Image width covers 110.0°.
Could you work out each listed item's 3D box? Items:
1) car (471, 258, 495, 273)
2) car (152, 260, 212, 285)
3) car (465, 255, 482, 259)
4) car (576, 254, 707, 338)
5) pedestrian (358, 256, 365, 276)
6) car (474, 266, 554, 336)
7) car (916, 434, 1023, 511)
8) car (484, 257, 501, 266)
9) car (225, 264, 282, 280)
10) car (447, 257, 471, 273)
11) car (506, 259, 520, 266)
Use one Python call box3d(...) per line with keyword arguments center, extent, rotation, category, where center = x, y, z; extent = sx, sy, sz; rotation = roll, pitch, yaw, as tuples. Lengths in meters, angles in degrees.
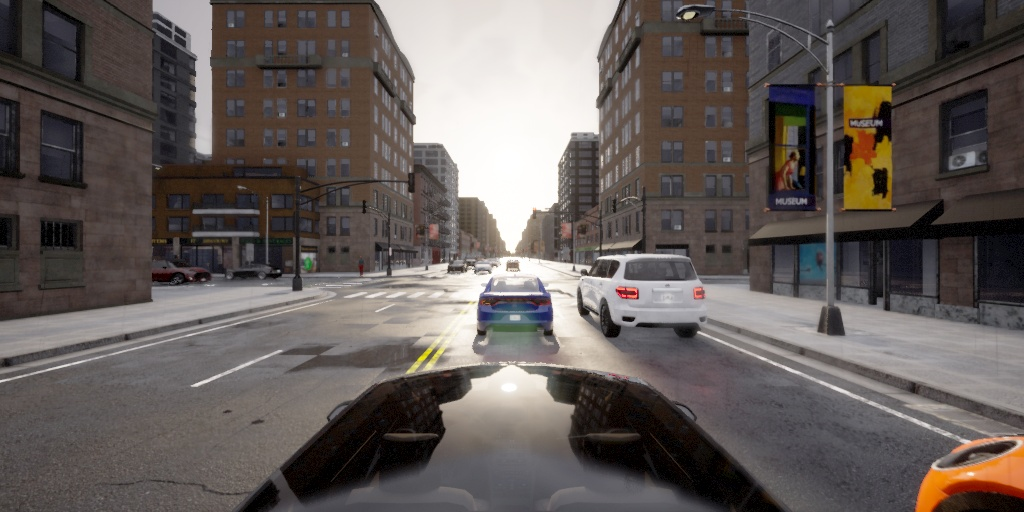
box3d(center=(-3.333, 1.270, 41.478), extent=(1.812, 1.442, 4.674), rotation=(0, 0, 0), category="car")
box3d(center=(-24.006, 1.091, 25.308), extent=(4.553, 1.767, 2.097), rotation=(0, 0, 0), category="car")
box3d(center=(-6.565, 0.954, 57.098), extent=(2.150, 2.045, 5.566), rotation=(0, 1, 0), category="car")
box3d(center=(3.336, 0.971, 10.351), extent=(2.150, 2.045, 5.566), rotation=(0, 0, 0), category="car")
box3d(center=(-14.129, 0.916, 33.615), extent=(0.375, 1.860, 0.375), rotation=(0, 0, 0), category="pedestrian")
box3d(center=(0.085, 1.227, 10.491), extent=(1.882, 1.535, 5.008), rotation=(0, 0, 0), category="car")
box3d(center=(3.344, 1.101, 0.101), extent=(2.097, 1.767, 4.553), rotation=(0, 0, 0), category="car")
box3d(center=(-3.300, 1.262, 59.661), extent=(1.812, 1.442, 4.674), rotation=(0, 0, 0), category="car")
box3d(center=(-22.113, 1.327, 30.782), extent=(4.313, 1.339, 1.948), rotation=(0, 0, 0), category="car")
box3d(center=(-6.577, 1.222, 43.407), extent=(1.882, 1.535, 5.008), rotation=(0, 0, 0), category="car")
box3d(center=(0.122, 1.218, 52.149), extent=(1.882, 1.535, 5.008), rotation=(0, 0, 0), category="car")
